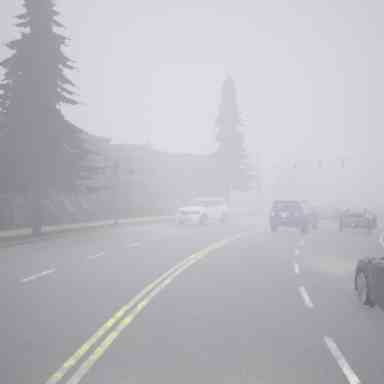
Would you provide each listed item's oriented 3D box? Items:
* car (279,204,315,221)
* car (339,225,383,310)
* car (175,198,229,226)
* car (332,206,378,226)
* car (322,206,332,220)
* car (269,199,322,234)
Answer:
[{"bbox_3d":[10.561,1.998,33.268,1.994,1.385,4.181,0,-1,39],"label":"car"},{"bbox_3d":[4.204,1.583,5.309,2.128,1.511,4.902,0,-1,8],"label":"car"},{"bbox_3d":[0.940,1.489,26.186,2.150,2.045,5.566,0,-1,33],"label":"car"},{"bbox_3d":[11.131,1.812,22.160,2.128,1.511,4.902,0,-1,35],"label":"car"},{"bbox_3d":[12.605,1.961,30.175,2.033,1.411,5.357,0,-1,39],"label":"car"},{"bbox_3d":[6.757,1.500,21.845,2.150,2.045,5.566,0,-1,31],"label":"car"}]
